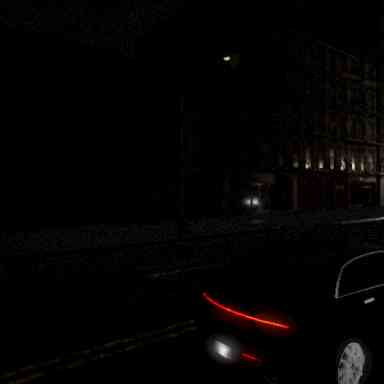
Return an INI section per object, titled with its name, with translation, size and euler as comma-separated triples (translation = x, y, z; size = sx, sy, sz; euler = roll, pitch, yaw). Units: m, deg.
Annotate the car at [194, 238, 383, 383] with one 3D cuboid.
[car]
translation = 2.308, 1.472, 5.086
size = 4.892, 1.490, 1.837
euler = -1, 0, -35
